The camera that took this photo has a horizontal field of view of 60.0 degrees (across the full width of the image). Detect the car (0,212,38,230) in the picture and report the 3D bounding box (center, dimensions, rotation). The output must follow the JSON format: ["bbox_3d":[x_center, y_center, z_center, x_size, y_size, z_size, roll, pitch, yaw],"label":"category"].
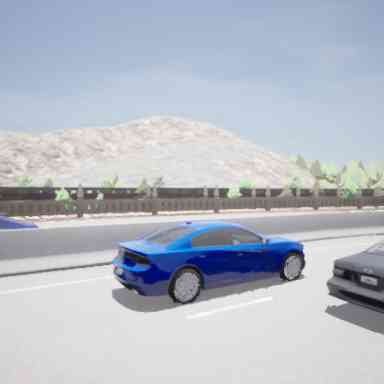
[{"bbox_3d":[-7.682,1.503,11.247,4.674,1.442,1.812,0,0,-34],"label":"car"}]

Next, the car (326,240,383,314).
[{"bbox_3d":[5.143,1.518,6.789,5.357,1.411,2.033,0,0,-29],"label":"car"}]

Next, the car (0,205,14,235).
[{"bbox_3d":[-11.781,1.492,16.925,4.674,1.442,1.812,0,0,-34],"label":"car"}]

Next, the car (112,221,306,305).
[{"bbox_3d":[0.618,1.451,8.085,5.008,1.535,1.882,0,0,-32],"label":"car"}]
